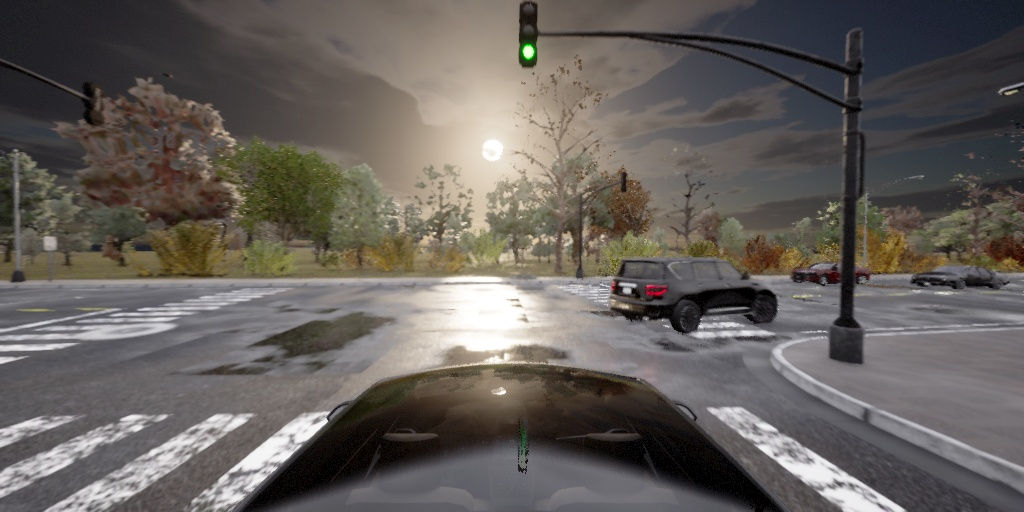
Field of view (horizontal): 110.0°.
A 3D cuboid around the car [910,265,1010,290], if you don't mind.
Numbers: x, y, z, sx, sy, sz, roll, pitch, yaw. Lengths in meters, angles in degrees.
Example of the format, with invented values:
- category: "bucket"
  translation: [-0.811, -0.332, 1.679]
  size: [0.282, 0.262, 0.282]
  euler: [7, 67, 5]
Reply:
- category: "car"
  translation: [27.496, 1.294, 22.015]
  size: [5.357, 1.411, 2.033]
  euler: [0, 1, -11]

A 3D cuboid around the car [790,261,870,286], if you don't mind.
- category: "car"
  translation: [21.343, 1.128, 24.118]
  size: [5.008, 1.535, 1.882]
  euler: [0, 1, -11]

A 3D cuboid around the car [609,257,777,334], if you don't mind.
- category: "car"
  translation: [5.638, 1.045, 11.105]
  size: [5.566, 2.045, 2.150]
  euler: [0, 0, -25]
